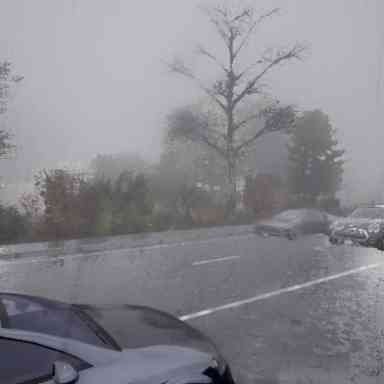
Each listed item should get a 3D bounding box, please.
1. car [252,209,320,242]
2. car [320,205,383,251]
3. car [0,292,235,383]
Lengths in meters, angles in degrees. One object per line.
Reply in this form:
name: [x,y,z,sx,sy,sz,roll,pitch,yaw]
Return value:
car: [5.471,1.551,16.785,5.357,1.411,2.033,0,0,-37]
car: [7.816,1.352,14.170,4.553,1.767,2.097,0,0,-37]
car: [-1.653,1.568,2.635,4.181,1.385,1.994,0,0,-35]
